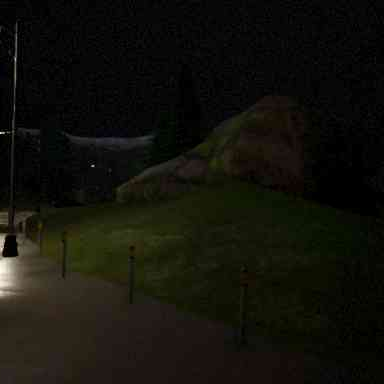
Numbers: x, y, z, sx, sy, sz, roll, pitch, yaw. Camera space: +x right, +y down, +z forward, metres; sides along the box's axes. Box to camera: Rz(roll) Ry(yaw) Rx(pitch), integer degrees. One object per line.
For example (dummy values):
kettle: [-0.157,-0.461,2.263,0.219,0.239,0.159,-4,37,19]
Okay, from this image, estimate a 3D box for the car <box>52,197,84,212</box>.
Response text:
car: [-18.681,1.957,50.360,2.150,2.045,5.566,2,-4,14]
